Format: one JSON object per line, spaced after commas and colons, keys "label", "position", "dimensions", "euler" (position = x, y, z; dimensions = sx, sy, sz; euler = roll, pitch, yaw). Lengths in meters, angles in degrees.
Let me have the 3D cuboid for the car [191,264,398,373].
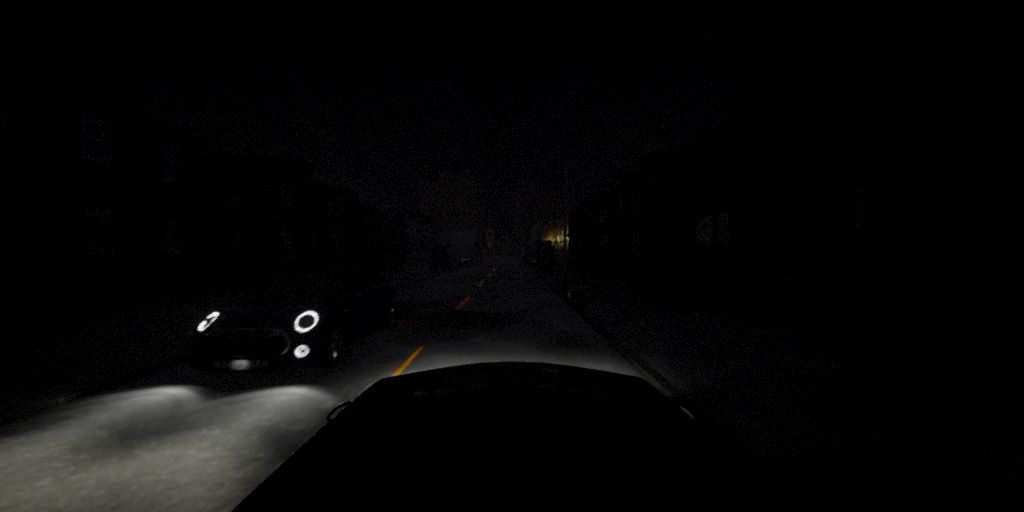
{"label": "car", "position": [-4.093, 1.023, 7.647], "dimensions": [2.097, 1.767, 4.553], "euler": [0, 1, 0]}
